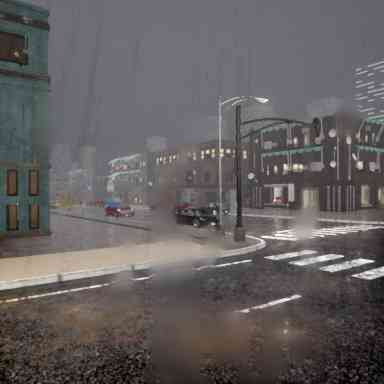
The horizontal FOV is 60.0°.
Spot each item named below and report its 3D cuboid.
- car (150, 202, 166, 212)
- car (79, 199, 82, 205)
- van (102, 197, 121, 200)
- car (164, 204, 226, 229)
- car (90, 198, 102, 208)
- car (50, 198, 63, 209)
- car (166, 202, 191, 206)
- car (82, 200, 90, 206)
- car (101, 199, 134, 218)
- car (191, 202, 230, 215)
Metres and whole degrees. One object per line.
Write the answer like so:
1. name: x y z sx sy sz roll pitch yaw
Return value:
1. car: -4.142 1.966 44.894 1.802 1.307 4.206 -1 0 -35
2. car: -26.530 2.364 76.519 1.947 1.339 4.313 -1 0 -35
3. van: -13.743 1.907 58.447 1.690 1.788 3.998 -1 0 -35
4. car: 0.134 1.814 24.137 1.947 1.339 4.313 -1 0 -35
5. car: -16.942 1.939 62.965 2.192 1.841 5.009 -1 0 -35
6. car: -23.677 2.232 57.983 1.752 1.417 4.829 -1 0 -35
7. car: -0.945 1.903 40.377 1.802 1.307 4.206 -2 0 -35
8. car: -20.134 2.227 67.483 1.887 1.381 4.507 -1 0 -35
9. car: -7.787 1.846 35.533 1.967 1.590 4.097 -1 0 -35
10. car: 2.252 1.809 35.859 2.008 1.369 4.403 -2 0 -35
